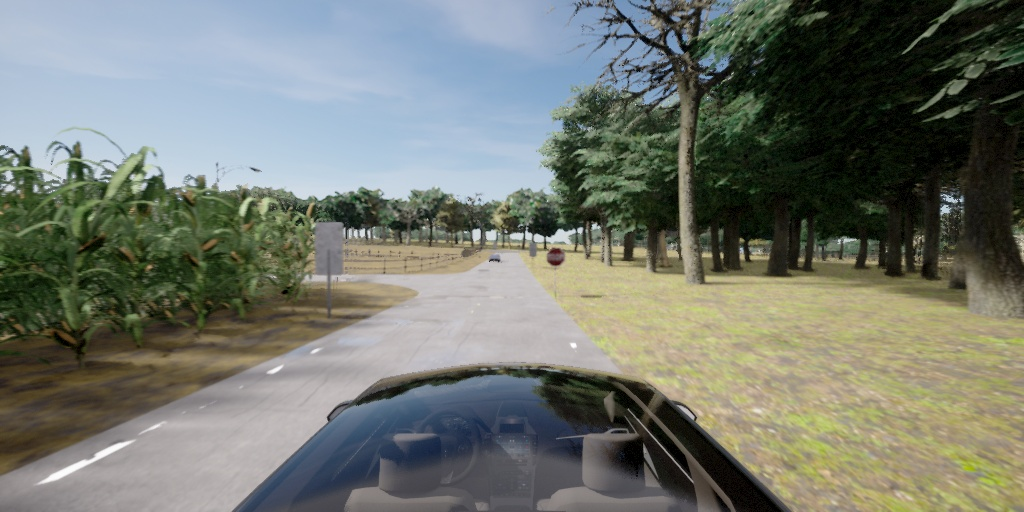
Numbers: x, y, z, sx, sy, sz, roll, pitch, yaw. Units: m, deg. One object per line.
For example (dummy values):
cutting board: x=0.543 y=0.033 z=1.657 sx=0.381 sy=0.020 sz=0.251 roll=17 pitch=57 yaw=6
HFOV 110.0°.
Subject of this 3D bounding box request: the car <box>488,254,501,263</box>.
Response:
car: x=-2.749 y=0.325 z=57.788 sx=2.033 sy=1.411 sz=5.357 roll=0 pitch=2 yaw=0
